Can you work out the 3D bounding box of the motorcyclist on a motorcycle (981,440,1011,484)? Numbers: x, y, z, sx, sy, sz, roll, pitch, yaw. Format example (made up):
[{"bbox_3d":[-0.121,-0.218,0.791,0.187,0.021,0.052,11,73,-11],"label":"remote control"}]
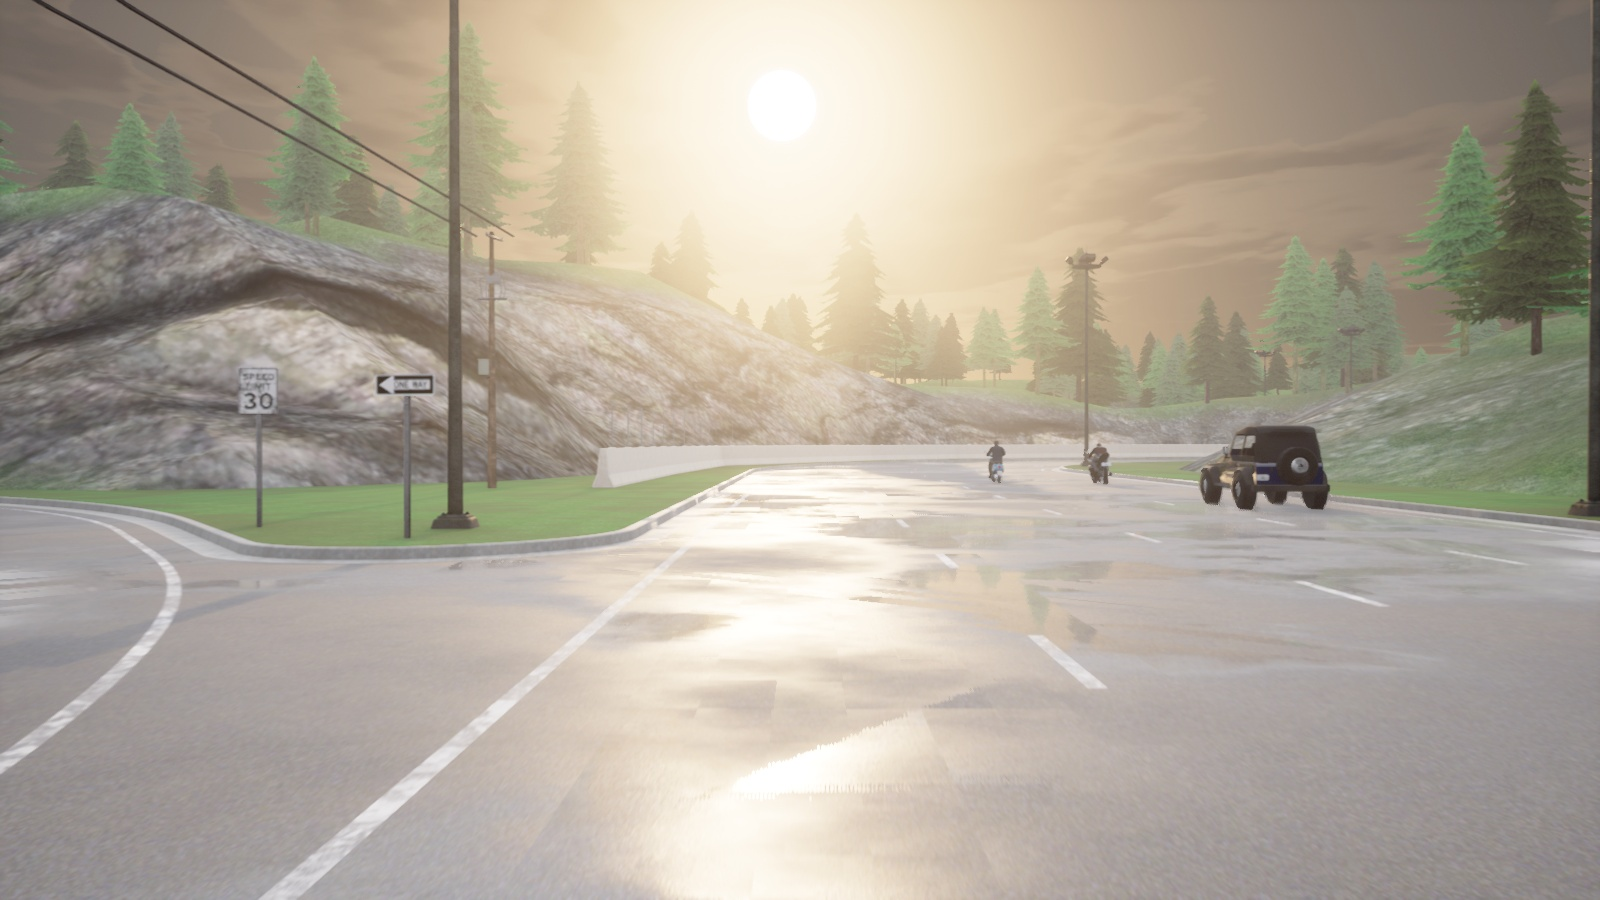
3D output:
[{"bbox_3d":[7.281,0.442,46.718,0.866,1.590,1.817,0,0,0],"label":"motorcyclist on a motorcycle"}]

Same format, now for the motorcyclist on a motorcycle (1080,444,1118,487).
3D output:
[{"bbox_3d":[10.773,0.535,45.298,0.866,1.530,2.191,0,0,0],"label":"motorcyclist on a motorcycle"}]

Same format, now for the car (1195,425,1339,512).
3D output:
[{"bbox_3d":[10.681,0.388,29.020,1.905,1.878,3.866,0,0,0],"label":"car"}]
